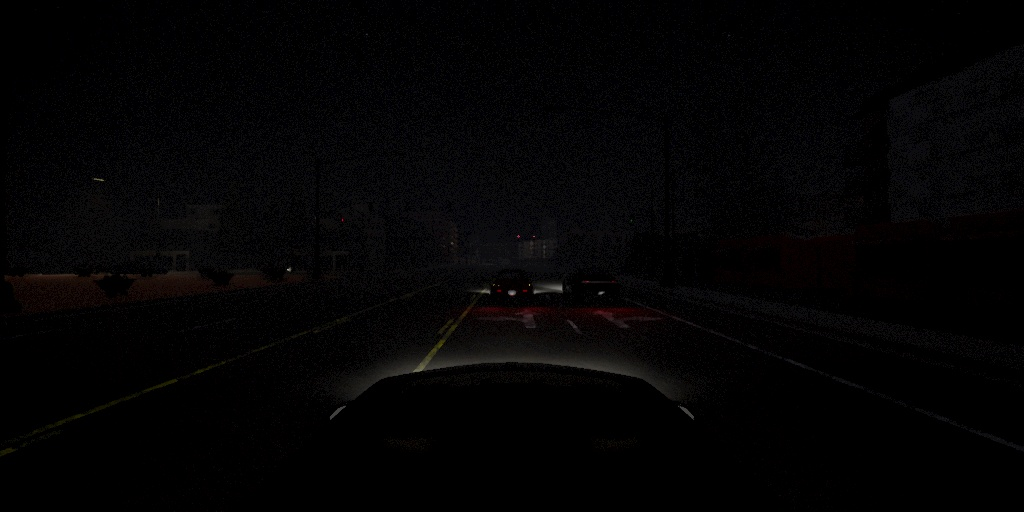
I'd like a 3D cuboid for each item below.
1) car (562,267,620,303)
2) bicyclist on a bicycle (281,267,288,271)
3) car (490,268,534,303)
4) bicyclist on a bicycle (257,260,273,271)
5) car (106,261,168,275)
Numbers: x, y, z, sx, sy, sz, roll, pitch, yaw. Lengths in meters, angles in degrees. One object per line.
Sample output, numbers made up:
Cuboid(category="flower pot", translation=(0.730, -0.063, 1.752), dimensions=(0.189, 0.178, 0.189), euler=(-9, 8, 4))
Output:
Cuboid(category="car", translation=(3.500, 1.251, 16.503), dimensions=(2.128, 1.511, 4.902), euler=(0, 0, 0))
Cuboid(category="bicyclist on a bicycle", translation=(-29.834, 1.816, 46.718), dimensions=(1.656, 0.582, 1.620), euler=(-13, -10, -7))
Cuboid(category="car", translation=(0.000, 1.289, 16.502), dimensions=(1.812, 1.442, 4.674), euler=(0, 0, 0))
Cuboid(category="bicyclist on a bicycle", translation=(-31.552, 1.243, 46.307), dimensions=(1.656, 1.620, 0.582), euler=(18, 19, -18))
Cuboid(category="car", translation=(-40.062, 1.280, 38.694), dimensions=(4.553, 1.767, 2.097), euler=(0, -1, 0))
